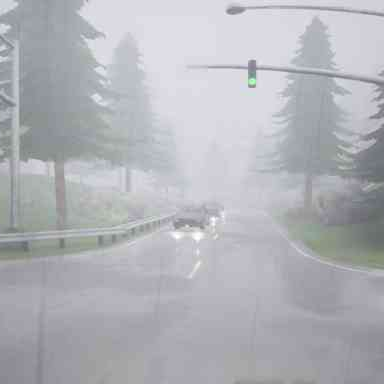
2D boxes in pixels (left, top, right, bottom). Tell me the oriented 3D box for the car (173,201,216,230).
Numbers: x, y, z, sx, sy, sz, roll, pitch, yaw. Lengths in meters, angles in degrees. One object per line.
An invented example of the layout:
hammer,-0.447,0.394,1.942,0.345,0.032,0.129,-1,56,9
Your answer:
car,0.130,1.583,21.930,2.033,1.411,5.357,0,0,9

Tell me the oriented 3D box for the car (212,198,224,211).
car,2.953,1.545,41.850,1.882,1.535,5.008,0,0,0

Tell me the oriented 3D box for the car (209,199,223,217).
car,1.624,1.615,31.739,1.994,1.385,4.181,0,0,9
